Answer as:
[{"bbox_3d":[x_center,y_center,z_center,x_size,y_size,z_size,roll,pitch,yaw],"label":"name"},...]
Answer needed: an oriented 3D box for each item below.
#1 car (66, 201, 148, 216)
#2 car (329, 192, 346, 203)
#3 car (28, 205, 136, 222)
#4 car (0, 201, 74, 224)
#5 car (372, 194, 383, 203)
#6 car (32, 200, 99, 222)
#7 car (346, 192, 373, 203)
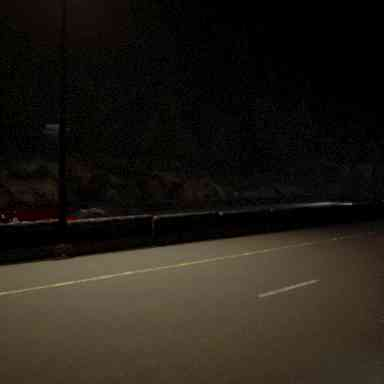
[{"bbox_3d":[-5.449,1.484,21.616,5.357,1.411,2.033,-1,0,-36],"label":"car"},{"bbox_3d":[22.698,0.762,50.322,4.902,1.511,2.128,-2,1,-35],"label":"car"},{"bbox_3d":[-5.608,1.562,17.199,4.718,1.301,1.895,-1,0,-36],"label":"car"},{"bbox_3d":[-10.344,1.446,22.416,5.008,1.535,1.882,-1,0,-36],"label":"car"},{"bbox_3d":[26.475,0.842,44.424,4.181,1.385,1.994,-2,1,-35],"label":"car"},{"bbox_3d":[-10.153,1.470,26.857,4.674,1.442,1.812,-1,0,-36],"label":"car"},{"bbox_3d":[24.718,0.818,47.456,5.357,1.411,2.033,-2,1,-35],"label":"car"}]
